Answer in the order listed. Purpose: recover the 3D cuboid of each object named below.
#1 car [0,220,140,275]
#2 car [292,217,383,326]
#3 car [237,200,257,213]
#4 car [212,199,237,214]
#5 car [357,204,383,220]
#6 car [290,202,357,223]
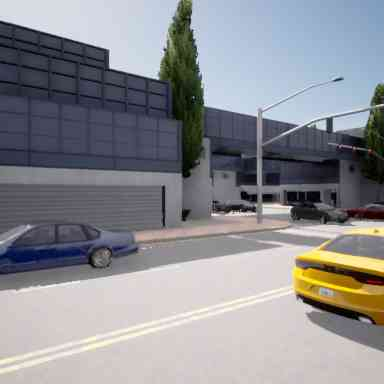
[{"bbox_3d":[-4.216,1.547,9.586,5.357,1.411,2.033,0,0,-36],"label":"car"},{"bbox_3d":[4.187,1.478,6.829,5.008,1.535,1.882,0,0,-36],"label":"car"},{"bbox_3d":[5.205,1.547,37.110,2.033,1.411,5.357,0,0,-37],"label":"car"},{"bbox_3d":[2.135,1.505,35.374,1.837,1.490,4.892,0,0,-37],"label":"car"},{"bbox_3d":[14.383,1.601,25.051,1.895,1.301,4.718,0,0,-38],"label":"car"},{"bbox_3d":[9.259,1.505,24.438,1.837,1.490,4.892,1,-1,-20],"label":"car"}]
